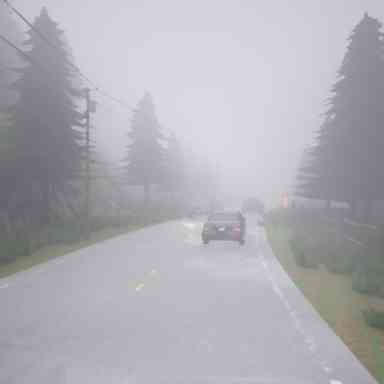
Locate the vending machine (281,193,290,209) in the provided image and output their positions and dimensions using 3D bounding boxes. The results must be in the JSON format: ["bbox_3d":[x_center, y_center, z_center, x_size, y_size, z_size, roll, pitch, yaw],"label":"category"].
[{"bbox_3d":[12.696,1.252,45.159,1.100,2.100,0.880,0,0,16],"label":"vending machine"}]

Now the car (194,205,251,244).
[{"bbox_3d":[1.647,1.556,15.881,2.033,1.411,5.357,0,0,10],"label":"car"}]

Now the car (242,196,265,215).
[{"bbox_3d":[6.476,1.383,35.060,2.097,1.767,4.553,0,0,16],"label":"car"}]

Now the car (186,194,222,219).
[{"bbox_3d":[1.184,1.231,28.870,2.150,2.045,5.566,0,0,16],"label":"car"}]

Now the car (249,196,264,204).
[{"bbox_3d":[13.118,1.587,67.456,2.033,1.411,5.357,0,0,20],"label":"car"}]
